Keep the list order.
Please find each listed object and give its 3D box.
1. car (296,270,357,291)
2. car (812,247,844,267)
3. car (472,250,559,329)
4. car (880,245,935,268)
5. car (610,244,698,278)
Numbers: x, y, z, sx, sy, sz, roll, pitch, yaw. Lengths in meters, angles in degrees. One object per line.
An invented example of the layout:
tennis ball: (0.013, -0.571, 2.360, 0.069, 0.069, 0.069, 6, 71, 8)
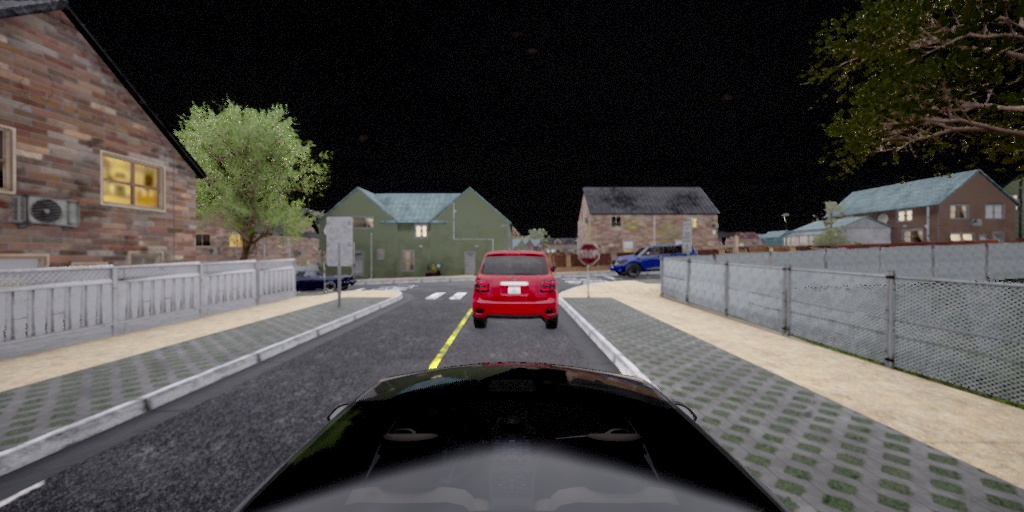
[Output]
car: (-11.637, 1.455, 20.821, 4.718, 1.301, 1.895, -2, 0, 0)
car: (20.456, 0.182, 23.561, 4.674, 1.442, 1.812, -2, 0, 0)
car: (0.167, 0.843, 10.878, 2.150, 2.045, 5.566, 0, 1, 2)
car: (23.380, 0.096, 20.615, 4.674, 1.442, 1.812, -2, 0, 1)
car: (9.294, 0.281, 23.526, 5.566, 2.045, 2.150, -2, 0, -2)
